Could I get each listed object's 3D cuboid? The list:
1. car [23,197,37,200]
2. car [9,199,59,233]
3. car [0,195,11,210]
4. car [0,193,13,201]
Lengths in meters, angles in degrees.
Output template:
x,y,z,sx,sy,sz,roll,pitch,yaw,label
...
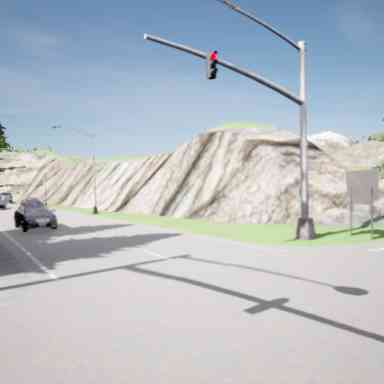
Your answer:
x,y,z,sx,sy,sz,roll,pitch,yaw,label
-20.227,1.376,41.828,1.994,1.385,4.181,-2,1,-35,car
-9.477,1.469,20.054,2.128,1.511,4.902,-2,1,-35,car
-24.370,1.476,41.429,2.033,1.411,5.357,-2,1,-35,car
-34.028,1.029,59.567,5.566,2.045,2.150,0,1,45,car
